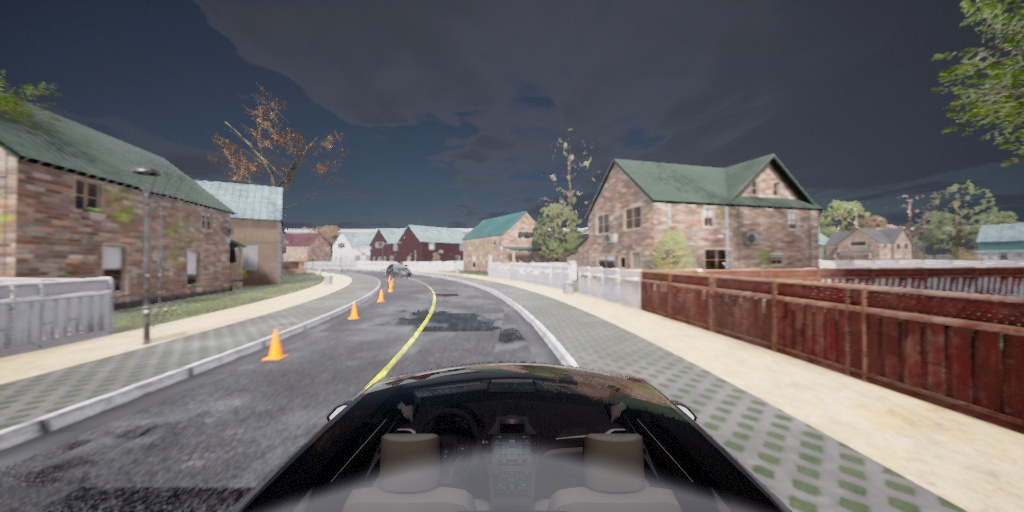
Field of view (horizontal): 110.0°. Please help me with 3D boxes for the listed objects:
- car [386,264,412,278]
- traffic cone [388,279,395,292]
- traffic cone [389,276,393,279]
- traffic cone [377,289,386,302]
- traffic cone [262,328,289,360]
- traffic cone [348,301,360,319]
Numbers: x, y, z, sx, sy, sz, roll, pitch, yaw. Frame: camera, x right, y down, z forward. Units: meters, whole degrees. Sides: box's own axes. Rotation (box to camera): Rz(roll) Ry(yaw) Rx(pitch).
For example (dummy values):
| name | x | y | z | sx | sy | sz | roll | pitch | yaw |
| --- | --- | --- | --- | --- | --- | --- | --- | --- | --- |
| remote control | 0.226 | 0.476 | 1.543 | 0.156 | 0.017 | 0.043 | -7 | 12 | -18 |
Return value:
| name | x | y | z | sx | sy | sz | roll | pitch | yaw |
| --- | --- | --- | --- | --- | --- | --- | --- | --- | --- |
| car | -12.324 | 1.569 | 38.808 | 1.812 | 1.442 | 4.674 | 1 | -1 | -34 |
| traffic cone | -7.282 | 1.867 | 21.561 | 0.340 | 0.580 | 0.340 | 0 | 0 | -15 |
| traffic cone | -8.723 | 1.901 | 26.181 | 0.340 | 0.580 | 0.340 | 0 | 0 | -19 |
| traffic cone | -6.144 | 1.833 | 16.858 | 0.340 | 0.580 | 0.340 | 0 | 0 | -12 |
| traffic cone | -4.795 | 1.767 | 7.280 | 0.340 | 0.580 | 0.340 | 0 | 0 | -4 |
| traffic cone | -5.315 | 1.800 | 12.091 | 0.340 | 0.580 | 0.340 | 0 | 0 | -8 |
